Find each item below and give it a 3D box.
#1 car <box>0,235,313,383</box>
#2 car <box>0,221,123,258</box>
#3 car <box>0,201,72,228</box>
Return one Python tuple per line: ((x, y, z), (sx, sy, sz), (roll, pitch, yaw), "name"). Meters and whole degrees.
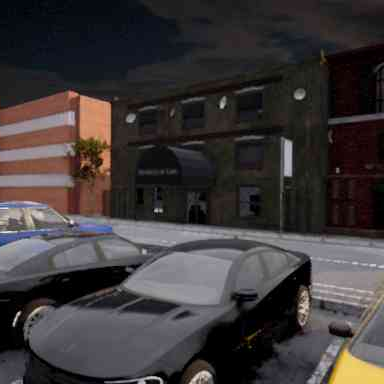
((0.240, 1.485, 4.827), (2.097, 1.535, 5.008), (0, 0, 36), "car")
((-2.066, 1.489, 6.459), (2.097, 1.535, 5.008), (0, 0, 36), "car")
((-4.348, 1.243, 8.128), (2.435, 2.045, 5.566), (0, 0, 36), "car")
